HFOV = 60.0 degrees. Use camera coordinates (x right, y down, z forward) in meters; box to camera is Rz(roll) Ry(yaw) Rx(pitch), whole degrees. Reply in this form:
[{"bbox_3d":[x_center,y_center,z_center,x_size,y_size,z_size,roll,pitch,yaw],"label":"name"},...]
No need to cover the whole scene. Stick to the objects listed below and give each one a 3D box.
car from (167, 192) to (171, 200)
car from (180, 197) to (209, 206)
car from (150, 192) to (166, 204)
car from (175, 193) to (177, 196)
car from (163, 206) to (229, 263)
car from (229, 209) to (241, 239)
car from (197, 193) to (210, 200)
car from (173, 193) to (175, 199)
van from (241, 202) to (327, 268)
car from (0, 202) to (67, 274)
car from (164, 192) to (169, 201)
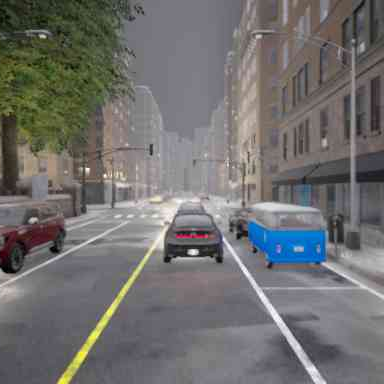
[{"bbox_3d":[-5.811,1.181,65.222,1.887,1.381,4.507,0,0,0],"label":"car"},{"bbox_3d":[-0.015,1.354,21.945,1.882,1.535,5.008,0,0,0],"label":"car"},{"bbox_3d":[-5.787,1.223,54.151,1.752,1.417,4.829,0,0,0],"label":"car"},{"bbox_3d":[-5.860,0.839,87.024,2.192,1.841,5.009,0,0,0],"label":"car"},{"bbox_3d":[0.041,1.439,11.701,1.837,1.490,4.892,0,0,0],"label":"car"},{"bbox_3d":[2.821,1.467,16.352,1.947,1.339,4.313,0,0,0],"label":"car"},{"bbox_3d":[2.701,1.023,70.727,1.967,1.590,4.097,0,0,0],"label":"car"},{"bbox_3d":[-5.847,1.102,81.575,2.008,1.369,4.403,0,0,0],"label":"car"},{"bbox_3d":[2.832,1.275,10.691,1.690,1.788,3.998,0,0,0],"label":"van"},{"bbox_3d":[-5.693,1.273,10.632,2.192,1.841,5.009,0,0,0],"label":"car"},{"bbox_3d":[-5.799,1.217,59.771,2.008,1.369,4.403,0,0,0],"label":"car"}]
